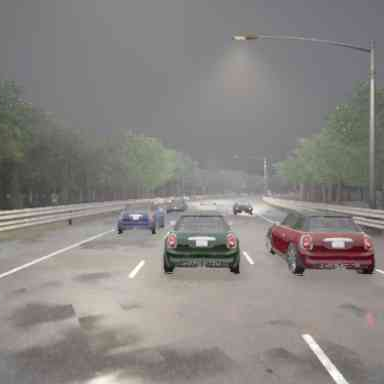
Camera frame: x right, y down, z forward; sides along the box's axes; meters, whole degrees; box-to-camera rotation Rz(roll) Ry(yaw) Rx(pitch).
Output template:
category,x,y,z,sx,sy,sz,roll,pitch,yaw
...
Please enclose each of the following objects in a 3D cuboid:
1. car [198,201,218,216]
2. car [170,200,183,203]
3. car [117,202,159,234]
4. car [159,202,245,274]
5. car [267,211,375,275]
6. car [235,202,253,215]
category,x,y,z,sx,sy,sz,roll,pitch,yaw
car,1.723,1.658,34.823,1.895,1.301,4.718,0,0,5
car,-1.584,1.620,36.941,1.994,1.385,4.181,0,0,5
car,-2.839,1.380,19.551,2.097,1.767,4.553,0,0,3
car,0.316,1.369,10.856,2.097,1.767,4.553,0,0,2
car,3.811,1.373,10.659,2.097,1.767,4.553,0,0,2
car,5.238,1.661,34.847,1.895,1.301,4.718,0,0,5
